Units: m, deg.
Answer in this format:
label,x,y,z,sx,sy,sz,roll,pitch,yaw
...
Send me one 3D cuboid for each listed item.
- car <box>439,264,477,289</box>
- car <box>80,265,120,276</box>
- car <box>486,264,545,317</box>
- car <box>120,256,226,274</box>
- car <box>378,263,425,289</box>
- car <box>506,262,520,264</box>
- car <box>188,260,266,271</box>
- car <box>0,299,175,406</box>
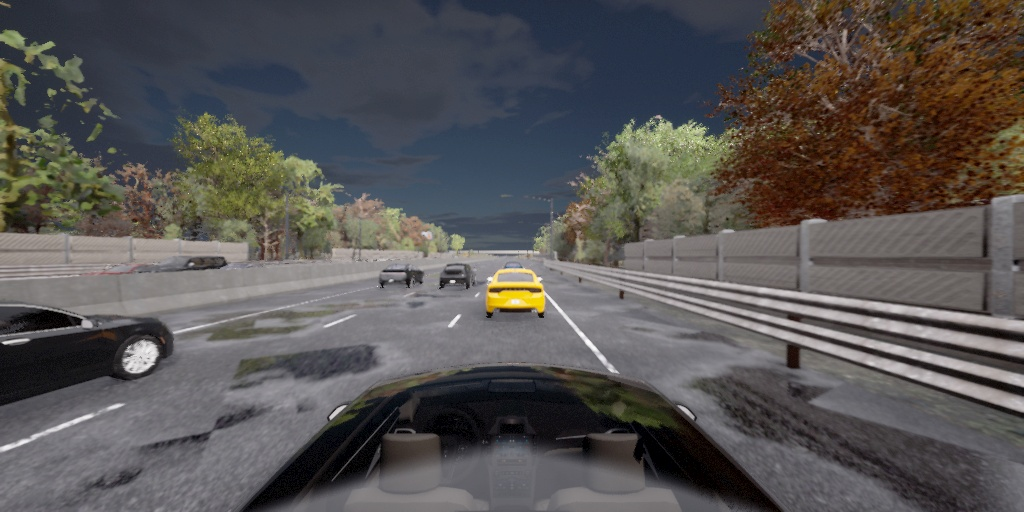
label,x,y,z,sx,sy,sz,roll,pitch,yaw
car,-3.401,1.224,22.974,1.837,1.490,4.892,0,0,0
car,-24.499,1.234,23.129,1.882,1.535,5.008,0,0,0
car,0.111,1.210,13.149,1.882,1.535,5.008,0,0,0
car,-20.999,1.000,23.099,2.150,2.045,5.566,0,0,0
car,-6.898,1.211,22.881,2.128,1.511,4.902,0,0,0
car,0.102,1.256,31.977,2.033,1.411,5.357,0,0,0
car,-17.499,1.240,23.129,2.128,1.511,4.902,0,0,0
car,-6.901,1.250,4.321,1.837,1.490,4.892,0,0,0
